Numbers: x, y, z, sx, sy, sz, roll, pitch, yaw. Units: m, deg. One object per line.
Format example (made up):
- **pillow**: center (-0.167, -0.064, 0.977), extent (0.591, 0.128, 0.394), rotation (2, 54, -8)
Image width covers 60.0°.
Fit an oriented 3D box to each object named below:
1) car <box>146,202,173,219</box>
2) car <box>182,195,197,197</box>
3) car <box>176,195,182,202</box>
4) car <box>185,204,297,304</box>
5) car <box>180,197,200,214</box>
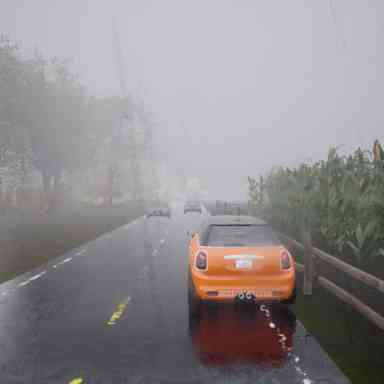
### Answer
- **car**: center (-2.742, 1.559, 28.722), extent (1.994, 1.385, 4.181), rotation (0, 0, 0)
- **car**: center (0.072, 1.346, 46.206), extent (2.097, 1.767, 4.553), rotation (0, 0, 0)
- **car**: center (-2.723, 1.488, 76.772), extent (2.128, 1.511, 4.902), rotation (0, 0, 0)
- **car**: center (0.963, 1.349, 8.277), extent (2.097, 1.767, 4.553), rotation (0, 0, 0)
- **car**: center (0.084, 1.542, 35.644), extent (2.033, 1.411, 5.357), rotation (0, 0, 0)
